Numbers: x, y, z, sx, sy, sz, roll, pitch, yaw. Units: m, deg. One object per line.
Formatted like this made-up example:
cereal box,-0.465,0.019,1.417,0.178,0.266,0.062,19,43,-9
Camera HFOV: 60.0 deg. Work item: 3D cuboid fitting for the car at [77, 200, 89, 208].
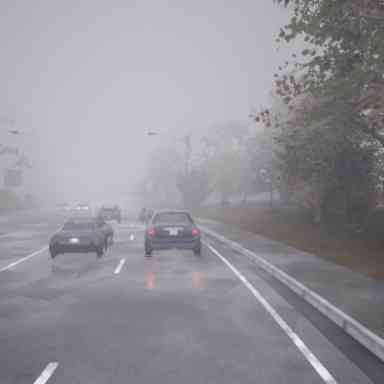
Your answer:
car,-20.400,2.209,62.329,1.994,1.385,4.181,0,-1,-17

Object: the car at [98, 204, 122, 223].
car,-7.088,1.792,28.690,2.128,1.511,4.902,0,0,-13

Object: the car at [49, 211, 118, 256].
car,-4.418,1.710,13.801,1.994,1.385,4.181,0,-1,-7

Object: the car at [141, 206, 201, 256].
car,-0.926,1.502,14.066,2.097,1.767,4.553,0,-1,-7

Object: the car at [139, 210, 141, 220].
car,-3.608,1.911,29.194,1.895,1.301,4.718,0,-1,-12

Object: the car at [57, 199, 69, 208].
car,-23.736,2.108,61.275,1.882,1.535,5.008,0,-1,-17
